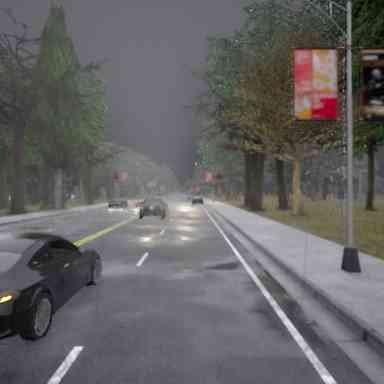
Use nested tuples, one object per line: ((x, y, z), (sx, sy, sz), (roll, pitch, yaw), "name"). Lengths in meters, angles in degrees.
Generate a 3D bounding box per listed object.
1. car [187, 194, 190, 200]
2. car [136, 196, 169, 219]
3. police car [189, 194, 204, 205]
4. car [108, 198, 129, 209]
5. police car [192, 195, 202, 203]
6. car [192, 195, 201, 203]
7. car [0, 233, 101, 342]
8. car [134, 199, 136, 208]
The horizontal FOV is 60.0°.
((-0.263, 1.507, 92.017), (1.994, 1.385, 4.181), (0, 0, -1), "car")
((-3.150, 1.293, 28.256), (2.097, 1.767, 4.553), (0, 0, 0), "car")
((0.948, 1.364, 56.421), (1.930, 1.638, 5.238), (0, 0, 0), "police car")
((-9.839, 1.479, 44.791), (2.033, 1.411, 5.357), (0, 0, 0), "car")
((0.905, 1.381, 66.434), (1.930, 1.638, 5.238), (0, 0, 0), "police car")
((0.871, 1.447, 72.331), (1.882, 1.535, 5.008), (0, 0, 0), "car")
((-3.151, 1.507, 6.320), (1.812, 1.442, 4.674), (0, 0, 0), "car")
((-6.584, 1.284, 45.462), (2.097, 1.767, 4.553), (0, 0, 0), "car")
